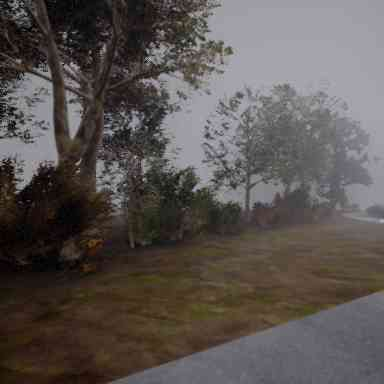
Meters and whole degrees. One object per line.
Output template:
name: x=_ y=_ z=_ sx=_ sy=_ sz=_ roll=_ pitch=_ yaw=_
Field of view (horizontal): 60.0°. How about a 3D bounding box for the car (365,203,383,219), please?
car: x=18.759 y=1.835 z=32.603 sx=2.033 sy=1.411 sz=5.357 roll=0 pitch=0 yaw=10
